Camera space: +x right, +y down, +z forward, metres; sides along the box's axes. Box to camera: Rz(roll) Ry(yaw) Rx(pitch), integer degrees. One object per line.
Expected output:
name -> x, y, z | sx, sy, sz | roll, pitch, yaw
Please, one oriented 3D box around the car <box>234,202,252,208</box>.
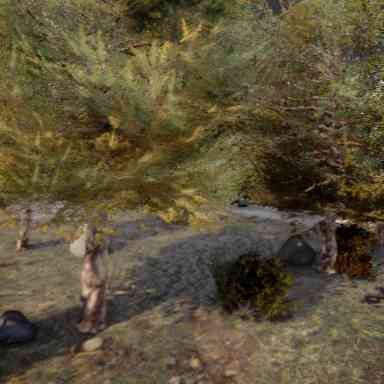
car -> 1.311, -0.028, 18.326 | 1.994, 1.385, 4.181 | 4, 3, -39
